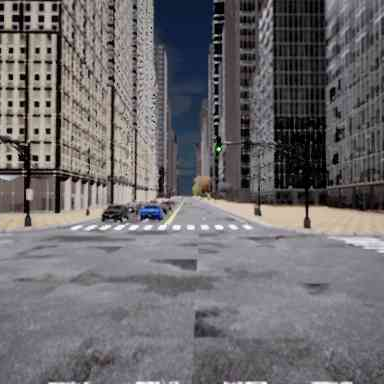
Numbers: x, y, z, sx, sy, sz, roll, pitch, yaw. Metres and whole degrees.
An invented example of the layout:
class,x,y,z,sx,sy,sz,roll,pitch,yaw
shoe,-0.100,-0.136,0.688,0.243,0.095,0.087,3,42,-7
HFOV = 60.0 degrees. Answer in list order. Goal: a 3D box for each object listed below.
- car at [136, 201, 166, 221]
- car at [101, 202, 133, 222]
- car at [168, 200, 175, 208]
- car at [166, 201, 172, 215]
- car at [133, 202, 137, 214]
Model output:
class,x,y,z,sx,sy,sz,roll,pitch,yaw
car,-3.778,1.871,31.627,1.882,1.535,5.008,0,-1,-2
car,-7.008,1.889,30.722,1.837,1.490,4.892,0,-1,-1
car,-4.032,2.157,51.308,1.812,1.442,4.674,0,-1,-1
car,-3.897,2.108,40.964,1.895,1.301,4.718,0,-1,-1
car,-7.133,1.987,39.869,2.128,1.511,4.902,0,-1,-1
